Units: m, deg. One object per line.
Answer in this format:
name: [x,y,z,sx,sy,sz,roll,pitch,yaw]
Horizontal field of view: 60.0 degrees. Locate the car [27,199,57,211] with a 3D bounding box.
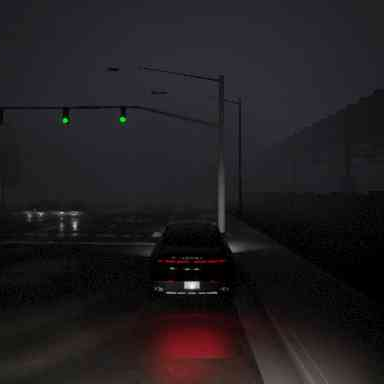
car: [-17.396,1.561,39.440,2.033,1.411,5.357,0,0,0]

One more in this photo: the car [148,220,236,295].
car: [-0.001,1.493,8.649,1.837,1.490,4.892,0,0,0]

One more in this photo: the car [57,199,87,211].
car: [-13.893,1.513,39.439,1.812,1.442,4.674,0,0,0]
